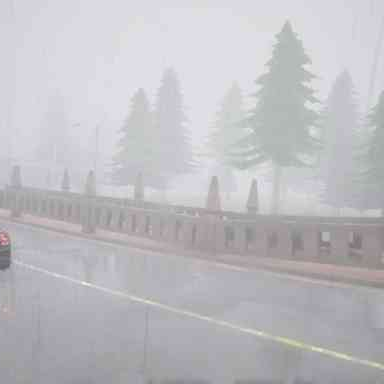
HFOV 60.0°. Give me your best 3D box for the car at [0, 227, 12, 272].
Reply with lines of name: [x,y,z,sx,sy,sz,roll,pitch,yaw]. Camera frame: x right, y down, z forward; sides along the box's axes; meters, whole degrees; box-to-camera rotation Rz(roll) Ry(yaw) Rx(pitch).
car: [-6.766,1.098,8.773,4.553,1.767,2.097,3,2,35]
